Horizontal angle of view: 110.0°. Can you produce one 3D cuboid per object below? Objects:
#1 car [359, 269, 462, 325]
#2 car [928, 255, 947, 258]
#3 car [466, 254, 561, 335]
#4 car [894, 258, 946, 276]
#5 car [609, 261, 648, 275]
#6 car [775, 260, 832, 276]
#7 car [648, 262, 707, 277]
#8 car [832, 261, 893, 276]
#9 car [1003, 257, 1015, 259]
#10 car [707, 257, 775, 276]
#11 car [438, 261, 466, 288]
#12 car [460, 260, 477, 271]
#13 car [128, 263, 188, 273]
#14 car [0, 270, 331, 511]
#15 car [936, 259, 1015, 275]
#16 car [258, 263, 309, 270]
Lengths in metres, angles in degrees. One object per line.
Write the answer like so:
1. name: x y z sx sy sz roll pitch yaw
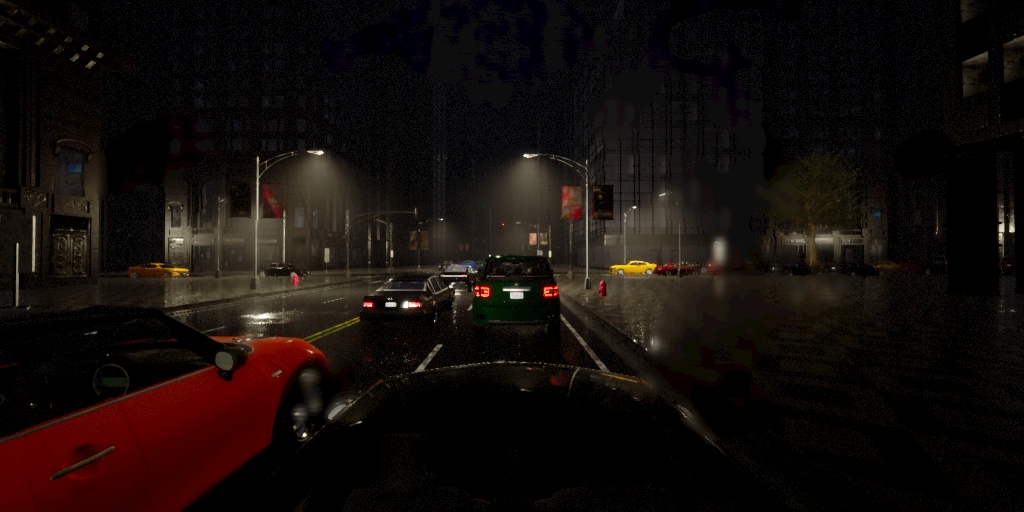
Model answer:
1. car: -3.120 1.307 11.754 2.033 1.411 5.357 0 0 0
2. car: 47.387 0.936 39.495 5.566 2.045 2.150 0 -1 -1
3. car: 0.115 0.979 10.670 2.150 2.045 5.566 0 0 0
4. car: 42.570 1.179 36.377 5.008 1.535 1.882 0 -1 0
5. car: 13.172 1.299 39.118 5.008 1.535 1.882 0 -1 -1
6. car: 26.645 1.276 33.526 4.313 1.339 1.948 0 0 -1
7. car: 15.369 1.327 33.370 4.207 1.307 1.802 0 0 -1
8. car: 32.282 1.260 33.604 4.313 1.339 1.948 0 0 -1
9. car: 49.197 0.973 33.839 5.009 1.841 2.192 0 0 -1
10. car: 21.008 1.041 33.448 5.009 1.841 2.192 0 0 -1
11. car: -3.121 1.280 21.491 2.128 1.511 4.902 0 0 0
12. car: -6.501 1.457 53.911 1.882 1.535 5.008 0 0 0
13. car: -34.892 1.461 35.494 5.008 1.535 1.882 1 -1 0
14. car: -3.146 1.102 2.342 2.097 1.767 4.553 0 0 0
15. car: 43.559 1.214 33.761 4.507 1.381 1.888 0 0 -1
16. car: -22.556 1.432 35.460 4.892 1.490 1.837 0 -1 0
